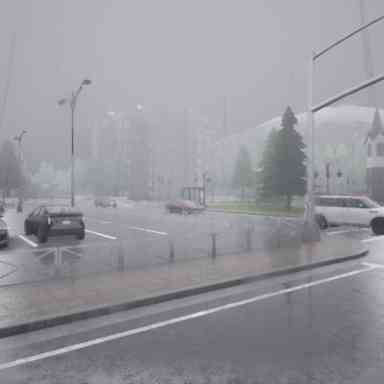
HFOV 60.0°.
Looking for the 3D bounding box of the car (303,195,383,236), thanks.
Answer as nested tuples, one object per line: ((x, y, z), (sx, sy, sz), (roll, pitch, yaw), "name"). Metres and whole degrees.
((9.177, 1.212, 18.969), (2.150, 2.045, 5.566), (0, 0, -44), "car")

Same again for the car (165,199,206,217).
((-0.684, 1.469, 31.355), (1.882, 1.535, 5.008), (0, 0, -36), "car")

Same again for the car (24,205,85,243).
((-6.373, 1.338, 15.306), (2.007, 1.523, 4.514), (0, 0, -36), "car")

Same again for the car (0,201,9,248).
((-8.884, 1.330, 13.426), (2.152, 1.636, 5.027), (0, 0, -36), "car")

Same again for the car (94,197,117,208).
((-12.342, 1.492, 47.314), (2.128, 1.511, 4.902), (0, 0, -36), "car")
